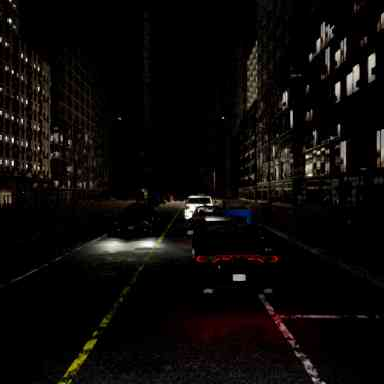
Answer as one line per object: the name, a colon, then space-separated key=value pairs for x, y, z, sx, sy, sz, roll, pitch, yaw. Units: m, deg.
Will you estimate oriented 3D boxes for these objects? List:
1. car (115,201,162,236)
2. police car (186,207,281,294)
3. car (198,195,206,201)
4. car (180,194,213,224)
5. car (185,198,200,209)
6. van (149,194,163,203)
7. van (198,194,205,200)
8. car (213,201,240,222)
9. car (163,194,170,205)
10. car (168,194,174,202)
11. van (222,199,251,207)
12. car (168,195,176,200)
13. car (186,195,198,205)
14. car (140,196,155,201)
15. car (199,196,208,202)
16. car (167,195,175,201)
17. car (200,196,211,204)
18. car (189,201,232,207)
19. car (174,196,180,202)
car: x=-3.002 y=1.478 z=18.810 sx=1.882 sy=1.535 sz=5.008 roll=0 pitch=0 yaw=0
police car: x=0.900 y=1.425 z=8.913 sx=1.930 sy=1.638 sz=5.238 roll=0 pitch=0 yaw=0
car: x=2.679 y=1.555 z=89.086 sx=1.887 sy=1.381 sz=4.507 roll=0 pitch=0 yaw=0
car: x=0.658 y=1.224 z=24.913 sx=2.150 sy=2.045 sz=5.566 roll=0 pitch=0 yaw=4
car: x=0.014 y=1.568 z=46.199 sx=1.994 sy=1.385 sz=4.181 roll=0 pitch=0 yaw=0
van: x=-5.697 y=1.345 z=49.411 sx=1.690 sy=1.788 sz=3.998 roll=0 pitch=0 yaw=0
van: x=2.679 y=1.353 z=94.754 sx=1.690 sy=1.788 sz=3.998 roll=0 pitch=0 yaw=0
car: x=2.686 y=1.526 z=26.908 sx=1.752 sy=1.417 sz=4.829 roll=0 pitch=0 yaw=0
car: x=-5.698 y=1.557 z=60.746 sx=2.008 sy=1.369 sz=4.403 roll=0 pitch=0 yaw=0
car: x=-5.700 y=1.323 z=72.082 sx=2.192 sy=1.841 sz=5.009 roll=0 pitch=0 yaw=0
van: x=2.686 y=1.342 z=21.070 sx=1.690 sy=1.788 sz=3.998 roll=0 pitch=0 yaw=0
car: x=-5.702 y=1.577 z=94.754 sx=1.947 sy=1.339 sz=4.313 roll=0 pitch=0 yaw=0
car: x=-0.006 y=1.358 z=60.130 sx=2.097 sy=1.767 sz=4.553 roll=0 pitch=0 yaw=0
car: x=-5.695 y=1.528 z=37.904 sx=1.752 sy=1.417 sz=4.829 roll=0 pitch=0 yaw=0
car: x=2.681 y=1.554 z=77.750 sx=1.887 sy=1.381 sz=4.507 roll=0 pitch=0 yaw=0
car: x=-5.701 y=1.555 z=89.087 sx=1.887 sy=1.381 sz=4.507 roll=0 pitch=0 yaw=0
car: x=2.682 y=1.558 z=66.414 sx=2.008 sy=1.369 sz=4.403 roll=0 pitch=0 yaw=0
car: x=0.899 y=1.478 z=18.804 sx=1.882 sy=1.535 sz=5.008 roll=0 pitch=0 yaw=0
car: x=-3.007 y=1.534 z=72.844 sx=1.812 sy=1.442 sz=4.674 roll=0 pitch=0 yaw=0
